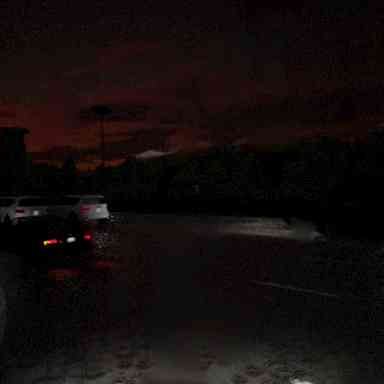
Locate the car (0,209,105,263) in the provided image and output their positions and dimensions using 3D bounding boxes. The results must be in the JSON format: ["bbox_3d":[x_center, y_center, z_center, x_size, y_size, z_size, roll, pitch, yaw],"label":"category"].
[{"bbox_3d":[-5.687,1.562,12.100,5.357,1.411,2.033,-1,0,41],"label":"car"}]

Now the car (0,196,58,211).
[{"bbox_3d":[-10.980,1.265,20.691,5.566,2.045,2.150,0,1,39],"label":"car"}]

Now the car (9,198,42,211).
[{"bbox_3d":[-21.381,1.549,42.669,5.008,1.535,1.882,0,0,39],"label":"car"}]

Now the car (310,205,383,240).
[{"bbox_3d":[7.913,1.430,14.366,4.718,1.301,1.895,-1,0,39],"label":"car"}]

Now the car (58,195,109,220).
[{"bbox_3d":[-7.996,1.217,22.776,5.566,2.045,2.150,0,1,39],"label":"car"}]

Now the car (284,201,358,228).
[{"bbox_3d":[7.794,1.286,18.970,5.008,1.535,1.882,-1,0,39],"label":"car"}]

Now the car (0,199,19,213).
[{"bbox_3d":[-22.290,1.608,38.898,4.892,1.490,1.837,0,1,39],"label":"car"}]
